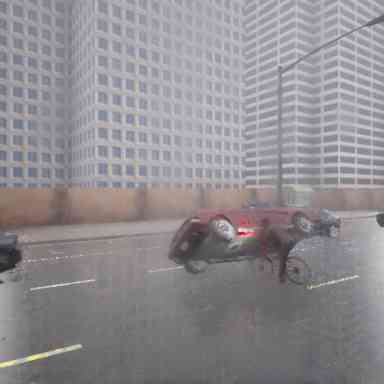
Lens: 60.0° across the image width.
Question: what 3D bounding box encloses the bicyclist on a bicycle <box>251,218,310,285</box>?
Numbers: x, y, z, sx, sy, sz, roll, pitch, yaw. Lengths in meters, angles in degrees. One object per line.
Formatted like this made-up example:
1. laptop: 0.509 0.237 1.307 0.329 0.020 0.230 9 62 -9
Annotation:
1. bicyclist on a bicycle: 2.060 1.453 8.175 1.656 1.620 0.582 -6 5 45

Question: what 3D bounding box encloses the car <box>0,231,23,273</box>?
1. car: -6.734 1.505 7.853 4.892 1.490 1.837 0 0 -34

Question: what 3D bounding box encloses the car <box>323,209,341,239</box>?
1. car: 5.076 1.504 15.753 4.892 1.490 1.837 0 0 -34

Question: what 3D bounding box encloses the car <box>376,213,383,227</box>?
1. car: 14.001 1.601 21.585 4.718 1.301 1.895 0 0 -34

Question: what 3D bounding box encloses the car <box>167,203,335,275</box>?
1. car: 1.593 1.194 9.714 4.718 1.301 1.895 1 -41 -32
